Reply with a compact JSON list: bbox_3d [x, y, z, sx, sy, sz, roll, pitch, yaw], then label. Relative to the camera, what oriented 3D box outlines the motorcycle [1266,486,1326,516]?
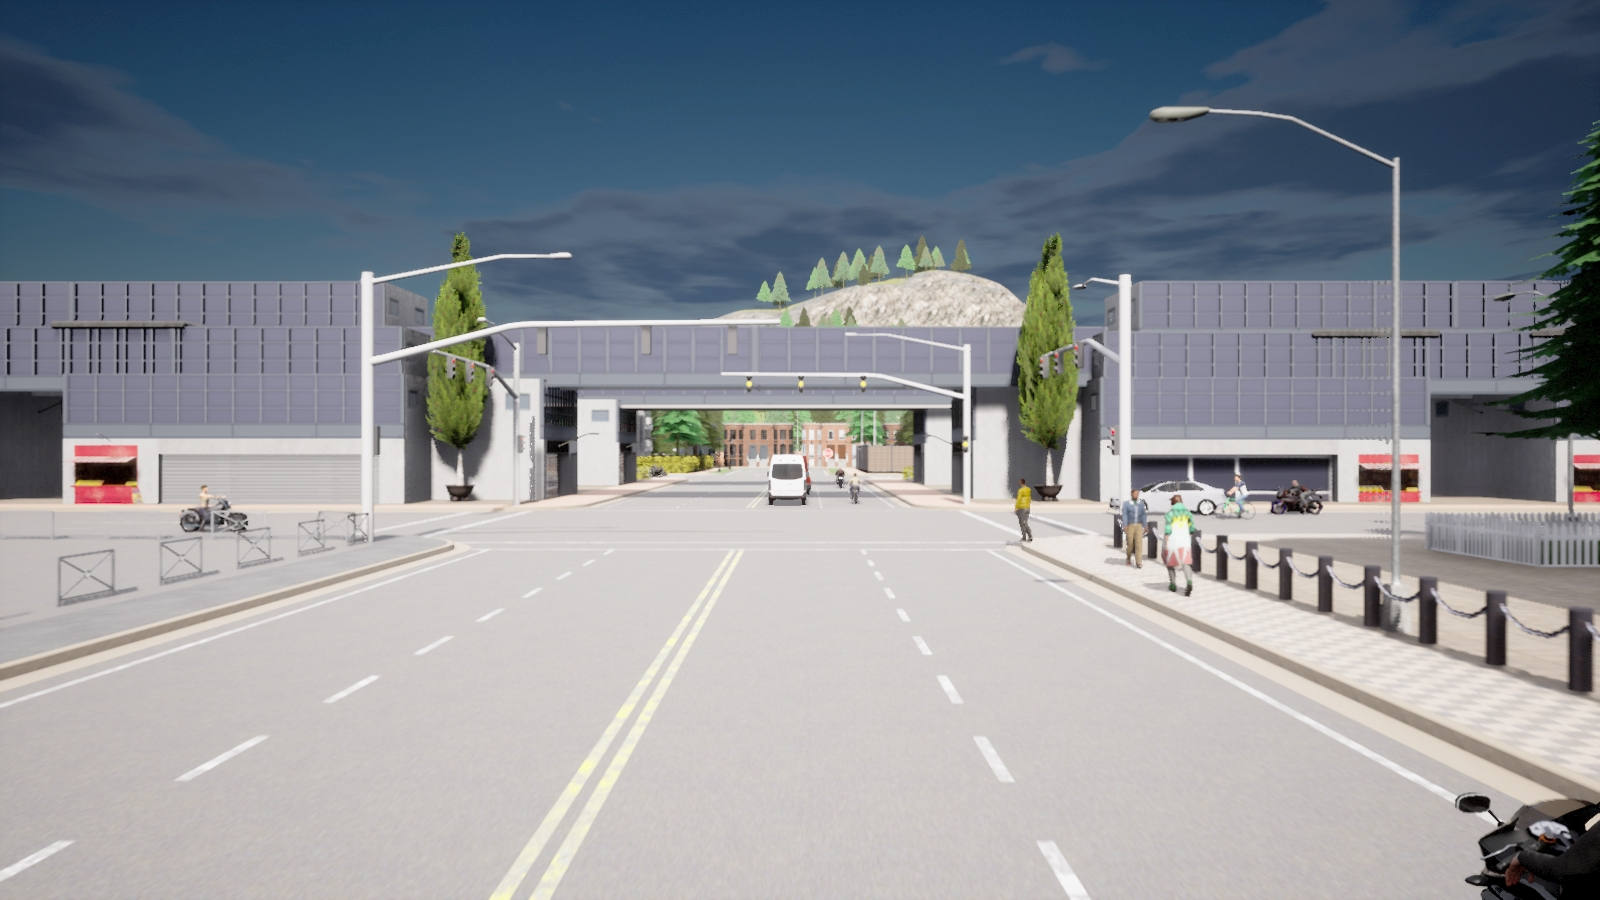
[{"bbox_3d":[21.420,2.200,49.333,2.209,1.251,0.867,0,0,0],"label":"motorcycle"}]

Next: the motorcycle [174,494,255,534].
[{"bbox_3d":[-19.881,2.150,38.798,2.356,1.307,0.764,0,0,1],"label":"motorcycle"}]

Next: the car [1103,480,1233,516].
[{"bbox_3d":[15.846,2.056,49.339,4.892,1.480,2.231,0,0,0],"label":"car"}]

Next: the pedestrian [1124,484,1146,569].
[{"bbox_3d":[7.468,1.697,25.497,0.375,1.860,0.375,0,0,1],"label":"pedestrian"}]

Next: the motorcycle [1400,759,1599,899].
[{"bbox_3d":[3.501,2.204,4.736,0.867,1.251,2.209,0,0,0],"label":"motorcycle"}]

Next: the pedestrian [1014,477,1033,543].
[{"bbox_3d":[6.353,1.694,32.486,0.375,1.860,0.375,0,0,-41],"label":"pedestrian"}]

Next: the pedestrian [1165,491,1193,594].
[{"bbox_3d":[6.966,1.695,20.988,0.375,1.860,0.375,0,0,-3],"label":"pedestrian"}]

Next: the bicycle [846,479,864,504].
[{"bbox_3d":[2.880,2.151,59.653,0.859,1.276,1.487,0,0,0],"label":"bicycle"}]

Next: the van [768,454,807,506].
[{"bbox_3d":[-0.638,1.527,60.604,1.988,2.561,5.915,0,0,0],"label":"van"}]
